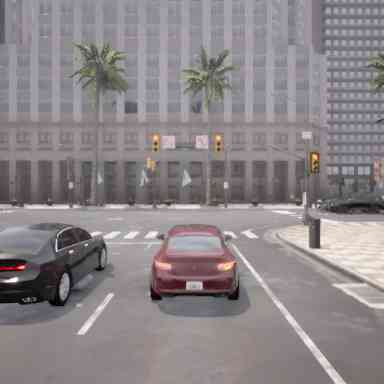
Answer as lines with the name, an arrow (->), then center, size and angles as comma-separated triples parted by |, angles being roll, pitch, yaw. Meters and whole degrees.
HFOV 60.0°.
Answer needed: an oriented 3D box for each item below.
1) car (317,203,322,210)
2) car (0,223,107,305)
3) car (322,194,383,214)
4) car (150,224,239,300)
car -> 16.859, 1.488, 38.082 | 4.902, 1.511, 2.128 | 0, 0, 0
car -> -3.440, 1.504, 8.042 | 1.837, 1.490, 4.892 | 0, 0, 0
car -> 16.999, 1.218, 34.583 | 5.566, 2.045, 2.150 | 0, 0, 0
car -> 0.069, 1.525, 8.296 | 1.812, 1.442, 4.674 | 0, 0, 1
